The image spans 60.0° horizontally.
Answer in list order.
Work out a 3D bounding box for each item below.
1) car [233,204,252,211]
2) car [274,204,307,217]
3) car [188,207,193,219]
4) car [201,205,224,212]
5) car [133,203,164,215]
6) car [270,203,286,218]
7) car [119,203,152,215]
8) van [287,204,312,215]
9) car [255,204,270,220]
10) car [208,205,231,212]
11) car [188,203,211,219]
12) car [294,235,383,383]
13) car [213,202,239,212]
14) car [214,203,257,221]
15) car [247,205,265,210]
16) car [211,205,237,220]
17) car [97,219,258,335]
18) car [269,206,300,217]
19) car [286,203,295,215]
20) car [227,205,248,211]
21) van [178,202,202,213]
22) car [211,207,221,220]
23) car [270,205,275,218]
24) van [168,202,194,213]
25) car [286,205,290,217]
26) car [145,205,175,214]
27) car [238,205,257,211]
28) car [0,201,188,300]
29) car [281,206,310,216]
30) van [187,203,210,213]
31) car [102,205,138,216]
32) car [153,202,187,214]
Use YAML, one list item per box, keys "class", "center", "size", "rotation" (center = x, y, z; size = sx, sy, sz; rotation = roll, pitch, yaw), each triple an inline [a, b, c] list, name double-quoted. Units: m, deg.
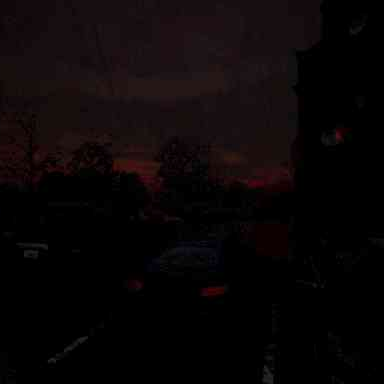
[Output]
- class: "car"
  center: [12.948, 3.877, 84.723]
  size: [4.553, 1.767, 2.185]
  rotation: [0, -2, 14]
- class: "car"
  center: [17.402, 3.164, 58.997]
  size: [5.566, 2.045, 2.435]
  rotation: [1, -1, 15]
- class: "car"
  center: [-3.013, 2.299, 29.260]
  size: [5.366, 1.575, 1.946]
  rotation: [1, -2, 15]
- class: "car"
  center: [4.517, 3.581, 72.460]
  size: [4.792, 1.488, 2.163]
  rotation: [0, -2, 15]
- class: "car"
  center: [-7.237, 2.794, 55.297]
  size: [4.553, 1.767, 2.185]
  rotation: [0, -2, 15]
- class: "car"
  center: [10.523, 2.799, 49.111]
  size: [5.566, 2.045, 2.435]
  rotation: [1, -1, 15]
- class: "car"
  center: [-8.985, 2.704, 52.872]
  size: [4.553, 1.767, 2.185]
  rotation: [0, -2, 15]
- class: "van"
  center: [20.672, 3.367, 63.972]
  size: [4.442, 1.987, 1.878]
  rotation: [1, -1, 15]
- class: "car"
  center: [7.107, 2.618, 44.164]
  size: [5.566, 2.045, 2.435]
  rotation: [1, -1, 15]
- class: "car"
  center: [6.262, 3.671, 74.904]
  size: [4.792, 1.488, 2.163]
  rotation: [0, -2, 15]
- class: "car"
  center: [-1.432, 2.153, 31.791]
  size: [5.566, 2.045, 2.435]
  rotation: [1, -1, 15]
- class: "car"
  center: [2.688, 1.488, 5.027]
  size: [2.231, 1.521, 4.892]
  rotation: [1, -1, 15]
- class: "car"
  center: [7.890, 3.481, 77.371]
  size: [5.566, 2.045, 2.435]
  rotation: [0, -2, 14]
- class: "car"
  center: [5.391, 2.653, 41.705]
  size: [4.553, 1.767, 2.185]
  rotation: [1, -1, 15]
- class: "car"
  center: [17.777, 4.303, 92.149]
  size: [4.792, 1.488, 2.163]
  rotation: [0, -2, 13]
- class: "car"
  center: [1.984, 2.598, 36.742]
  size: [5.008, 1.535, 2.097]
  rotation: [1, -1, 15]
- class: "car"
  center: [0.274, 1.527, 6.735]
  size: [2.002, 1.452, 4.674]
  rotation: [0, -1, 15]
- class: "car"
  center: [15.664, 3.323, 56.521]
  size: [5.008, 1.535, 2.097]
  rotation: [1, -1, 15]
- class: "car"
  center: [13.992, 2.982, 54.054]
  size: [5.566, 2.045, 2.435]
  rotation: [1, -1, 15]
- class: "car"
  center: [11.265, 3.914, 82.263]
  size: [4.892, 1.521, 2.231]
  rotation: [0, -2, 14]
- class: "van"
  center: [-0.400, 3.055, 65.086]
  size: [4.442, 1.987, 1.878]
  rotation: [0, -2, 15]
- class: "car"
  center: [0.254, 2.543, 34.261]
  size: [4.674, 1.452, 2.002]
  rotation: [1, -1, 15]
- class: "car"
  center: [8.808, 2.989, 46.635]
  size: [4.792, 1.488, 2.163]
  rotation: [1, -1, 15]
- class: "van"
  center: [-2.086, 2.964, 62.634]
  size: [4.442, 1.987, 1.878]
  rotation: [0, -2, 15]
- class: "car"
  center: [12.220, 3.171, 51.582]
  size: [4.792, 1.488, 2.163]
  rotation: [1, -1, 15]
- class: "car"
  center: [-5.579, 3.050, 57.757]
  size: [4.674, 1.452, 2.002]
  rotation: [0, -2, 15]
- class: "car"
  center: [14.570, 4.093, 87.188]
  size: [5.008, 1.535, 2.097]
  rotation: [0, -2, 14]
- class: "car"
  center: [-2.137, 1.237, 8.480]
  size: [2.435, 2.045, 5.566]
  rotation: [0, -1, 15]
- class: "car"
  center: [19.075, 3.505, 61.466]
  size: [5.008, 1.535, 2.097]
  rotation: [1, -1, 15]
- class: "van"
  center: [1.288, 3.145, 67.539]
  size: [4.442, 1.987, 1.878]
  rotation: [0, -2, 15]
- class: "car"
  center: [-10.855, 2.756, 50.064]
  size: [4.792, 1.488, 2.163]
  rotation: [0, -2, 15]
- class: "car"
  center: [-3.917, 2.849, 60.218]
  size: [5.566, 2.045, 2.435]
  rotation: [0, -2, 15]
